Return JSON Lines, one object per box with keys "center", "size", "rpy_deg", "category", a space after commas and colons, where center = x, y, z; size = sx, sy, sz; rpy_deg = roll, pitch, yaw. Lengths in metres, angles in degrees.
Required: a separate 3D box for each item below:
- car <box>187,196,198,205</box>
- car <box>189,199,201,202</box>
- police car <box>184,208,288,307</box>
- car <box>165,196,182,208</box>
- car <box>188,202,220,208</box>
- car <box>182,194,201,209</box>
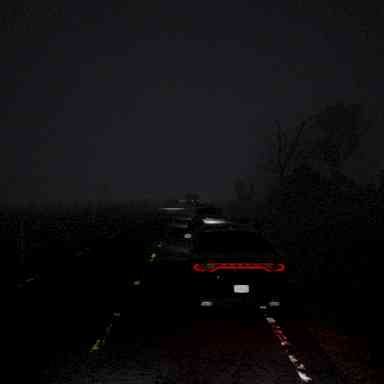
{"center": [0.081, 1.534, 60.583], "size": [1.882, 1.535, 5.008], "rpy_deg": [0, 0, 0], "category": "car"}
{"center": [0.858, 1.511, 24.076], "size": [1.837, 1.490, 4.892], "rpy_deg": [0, 0, 0], "category": "car"}
{"center": [0.837, 1.426, 8.186], "size": [1.930, 1.638, 5.238], "rpy_deg": [0, 0, 0], "category": "police car"}
{"center": [-2.685, 1.595, 47.779], "size": [1.994, 1.385, 4.181], "rpy_deg": [0, 0, 0], "category": "car"}
{"center": [0.850, 1.508, 18.076], "size": [1.837, 1.490, 4.892], "rpy_deg": [0, 0, 0], "category": "car"}
{"center": [0.099, 1.250, 45.969], "size": [2.150, 2.045, 5.566], "rpy_deg": [0, 0, 1], "category": "car"}
